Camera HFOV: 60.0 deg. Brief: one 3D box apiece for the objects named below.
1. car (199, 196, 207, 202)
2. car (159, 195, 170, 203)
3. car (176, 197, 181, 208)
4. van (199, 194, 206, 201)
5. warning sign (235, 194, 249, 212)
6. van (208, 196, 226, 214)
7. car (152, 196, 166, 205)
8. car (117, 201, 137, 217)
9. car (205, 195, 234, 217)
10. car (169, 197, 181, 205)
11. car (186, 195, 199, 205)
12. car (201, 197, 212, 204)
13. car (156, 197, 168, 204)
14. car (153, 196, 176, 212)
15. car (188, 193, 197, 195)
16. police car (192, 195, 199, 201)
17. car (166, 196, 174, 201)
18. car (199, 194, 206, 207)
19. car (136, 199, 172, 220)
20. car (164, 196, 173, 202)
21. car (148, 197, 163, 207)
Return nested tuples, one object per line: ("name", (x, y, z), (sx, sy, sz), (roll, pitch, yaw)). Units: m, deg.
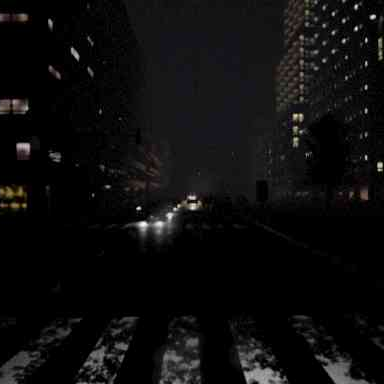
("car", (2.680, 1.598, 80.617), (1.752, 1.417, 4.829), (0, 0, 0))
("car", (-5.700, 1.494, 69.393), (1.967, 1.590, 4.097), (0, 0, 0))
("car", (-3.084, 1.587, 47.948), (1.994, 1.385, 4.181), (0, 0, 0))
("van", (2.678, 1.424, 85.973), (1.690, 1.788, 3.998), (0, 0, 0))
("warning sign", (5.069, 1.123, 33.965), (1.300, 1.860, 1.060), (0, 0, 0))
("van", (2.682, 1.351, 36.234), (1.690, 1.788, 3.998), (0, 0, 0))
("car", (-5.700, 1.477, 58.340), (1.967, 1.590, 4.097), (0, 0, 0))
("car", (-5.696, 1.557, 30.707), (2.008, 1.369, 4.403), (0, 0, 0))
("car", (2.683, 1.321, 30.708), (2.192, 1.841, 5.009), (0, 0, 0))
("car", (-3.016, 1.605, 60.999), (1.994, 1.385, 4.181), (0, 0, 0))
("car", (0.081, 1.641, 60.364), (1.895, 1.301, 4.718), (0, 0, 0))
("car", (2.681, 1.590, 63.867), (1.887, 1.381, 4.507), (0, 0, 0))
("car", (-5.699, 1.627, 63.867), (1.802, 1.307, 4.206), (0, 0, 0))
("car", (-3.097, 1.538, 37.976), (1.812, 1.442, 4.674), (0, 0, 0))
("car", (-0.006, 1.280, 70.325), (2.150, 2.045, 5.566), (0, 0, 0))
("police car", (0.894, 1.515, 89.081), (1.930, 1.638, 5.238), (0, 0, 0))
("car", (-5.701, 1.628, 85.972), (1.887, 1.381, 4.507), (0, 0, 0))
("car", (2.681, 1.344, 52.813), (2.192, 1.841, 5.009), (0, 0, 0))
("car", (-3.103, 1.553, 28.378), (2.033, 1.411, 5.357), (0, 0, 0))
("car", (-5.700, 1.598, 80.277), (1.752, 1.417, 4.829), (0, 0, 0))
("car", (-5.698, 1.574, 52.812), (1.887, 1.381, 4.507), (0, 0, 0))
